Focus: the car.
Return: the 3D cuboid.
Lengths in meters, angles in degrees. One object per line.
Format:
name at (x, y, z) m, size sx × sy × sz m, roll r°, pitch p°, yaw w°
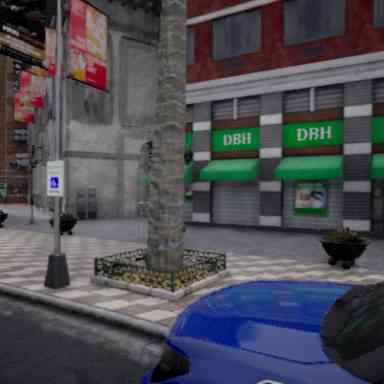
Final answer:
car at (2.230, 1.227, 1.647) m, size 5.566 × 2.045 × 2.150 m, roll 1°, pitch 0°, yaw 37°
